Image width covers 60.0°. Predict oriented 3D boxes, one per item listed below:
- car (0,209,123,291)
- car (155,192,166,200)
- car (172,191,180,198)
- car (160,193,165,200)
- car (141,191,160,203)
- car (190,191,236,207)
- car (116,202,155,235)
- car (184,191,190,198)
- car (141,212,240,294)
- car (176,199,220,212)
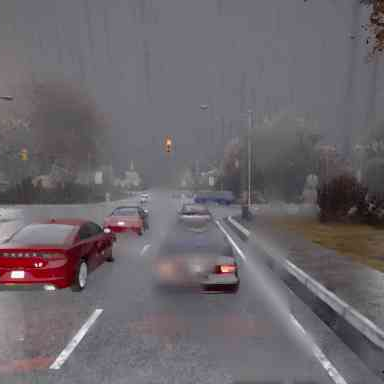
[{"bbox_3d":[-3.396,1.445,8.956,1.882,1.535,5.008,0,0,0],"label":"car"},{"bbox_3d":[-7.107,0.873,75.760,2.128,1.511,4.902,0,1,-1],"label":"car"},{"bbox_3d":[-3.802,0.783,82.247,2.128,1.511,4.902,0,1,-3],"label":"car"},{"bbox_3d":[-7.039,0.963,65.372,2.128,1.511,4.902,0,1,0],"label":"car"},{"bbox_3d":[-7.081,0.791,55.199,2.150,2.045,5.566,0,0,0],"label":"car"},{"bbox_3d":[3.047,0.887,44.430,5.566,2.045,2.150,1,2,25],"label":"car"},{"bbox_3d":[-3.395,1.458,17.943,1.994,1.385,4.181,0,0,0],"label":"car"},{"bbox_3d":[-0.473,0.716,86.142,2.128,1.511,4.902,0,1,-4],"label":"car"},{"bbox_3d":[0.102,1.516,8.883,2.033,1.411,5.357,0,0,0],"label":"car"},{"bbox_3d":[0.133,1.380,18.575,2.128,1.511,4.902,0,0,-1],"label":"car"}]
